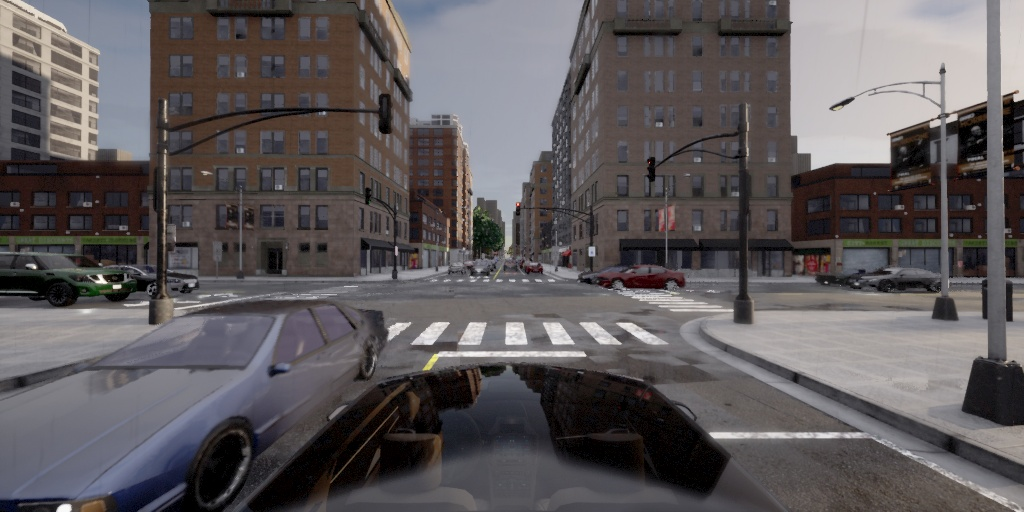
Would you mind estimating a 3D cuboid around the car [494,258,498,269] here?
[{"bbox_3d":[-3.360,1.340,47.443,2.033,1.411,5.357,0,0,-1],"label":"car"}]

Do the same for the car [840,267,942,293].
[{"bbox_3d":[22.773,1.396,21.268,4.674,1.442,1.812,0,0,0],"label":"car"}]

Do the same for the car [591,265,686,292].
[{"bbox_3d":[7.566,1.269,21.157,5.008,1.535,1.882,1,0,0],"label":"car"}]

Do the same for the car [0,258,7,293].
[{"bbox_3d":[-28.377,0.978,17.445,4.553,1.767,2.097,0,0,-1],"label":"car"}]

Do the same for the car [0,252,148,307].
[{"bbox_3d":[-18.469,0.859,14.268,5.566,2.045,2.150,0,0,0],"label":"car"}]

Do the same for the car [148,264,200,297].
[{"bbox_3d":[-18.119,1.156,17.513,4.902,1.511,2.128,0,0,-1],"label":"car"}]

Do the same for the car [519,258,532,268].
[{"bbox_3d":[2.351,1.326,51.168,1.751,1.417,4.829,0,0,-1],"label":"car"}]

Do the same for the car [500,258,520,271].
[{"bbox_3d":[-0.223,1.293,51.307,2.128,1.511,4.902,0,0,-1],"label":"car"}]

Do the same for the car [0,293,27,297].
[{"bbox_3d":[-5.856,1.190,1.534,1.967,1.591,4.097,0,0,0],"label":"car"}]

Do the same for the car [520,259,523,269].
[{"bbox_3d":[2.414,1.355,45.492,1.948,1.339,4.313,0,0,-1],"label":"car"}]

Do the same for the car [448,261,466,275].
[{"bbox_3d":[-6.050,1.330,39.895,2.007,1.370,4.403,0,0,-1],"label":"car"}]

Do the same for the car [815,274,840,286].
[{"bbox_3d":[23.696,1.502,24.528,4.718,1.301,1.895,0,0,0],"label":"car"}]

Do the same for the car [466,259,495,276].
[{"bbox_3d":[-3.255,1.268,37.638,2.128,1.511,4.902,0,0,0],"label":"car"}]

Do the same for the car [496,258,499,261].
[{"bbox_3d":[-3.467,1.322,57.823,1.837,1.490,4.892,0,0,0],"label":"car"}]

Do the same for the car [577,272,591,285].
[{"bbox_3d":[7.231,1.363,24.408,5.357,1.411,2.033,1,-1,0],"label":"car"}]

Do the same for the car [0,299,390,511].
[{"bbox_3d":[-3.162,1.300,4.449,2.033,1.411,5.357,0,0,-1],"label":"car"}]

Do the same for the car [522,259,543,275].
[{"bbox_3d":[2.475,1.325,39.985,1.888,1.381,4.507,0,0,-1],"label":"car"}]
